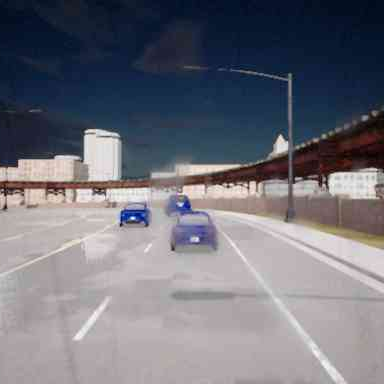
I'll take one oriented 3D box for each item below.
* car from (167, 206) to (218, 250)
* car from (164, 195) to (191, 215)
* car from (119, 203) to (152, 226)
[{"bbox_3d":[0.061,1.531,14.215,1.812,1.442,4.674,0,0,-1],"label":"car"},{"bbox_3d":[-1.447,1.324,32.425,2.150,2.045,5.566,0,-1,-9],"label":"car"},{"bbox_3d":[-3.874,1.493,23.287,1.882,1.535,5.008,0,0,-4],"label":"car"}]
